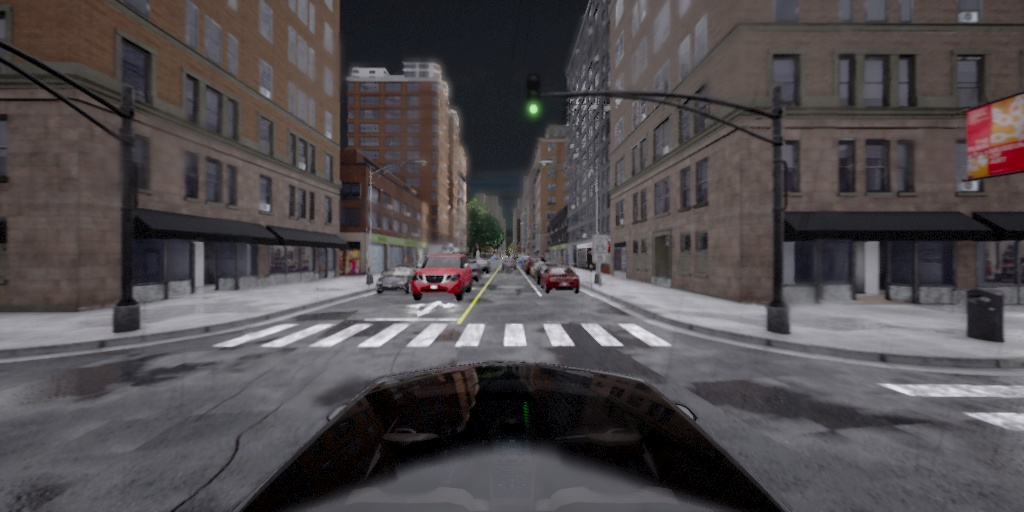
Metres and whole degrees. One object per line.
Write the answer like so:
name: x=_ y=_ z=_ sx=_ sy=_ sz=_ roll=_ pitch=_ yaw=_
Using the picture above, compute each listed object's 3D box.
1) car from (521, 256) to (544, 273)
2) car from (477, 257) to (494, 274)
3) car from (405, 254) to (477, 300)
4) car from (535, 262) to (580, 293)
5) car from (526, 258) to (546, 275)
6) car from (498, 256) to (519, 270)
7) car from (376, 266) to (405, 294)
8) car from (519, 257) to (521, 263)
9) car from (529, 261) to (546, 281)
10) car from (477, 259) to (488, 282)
car: x=2.392 y=0.923 z=36.206 sx=2.192 sy=1.841 sz=5.009 roll=0 pitch=0 yaw=-1
car: x=-3.294 y=1.086 z=38.210 sx=1.882 sy=1.535 sz=5.008 roll=0 pitch=0 yaw=-1
car: x=-3.211 y=0.907 z=17.510 sx=2.150 sy=2.045 sz=5.566 roll=0 pitch=0 yaw=0
car: x=2.538 y=1.215 z=19.686 sx=1.888 sy=1.381 sz=4.507 roll=0 pitch=0 yaw=-1
car: x=2.439 y=1.152 z=30.870 sx=1.751 sy=1.417 sz=4.829 roll=0 pitch=0 yaw=-1
car: x=-0.374 y=1.071 z=47.372 sx=2.128 sy=1.511 sz=4.902 roll=0 pitch=0 yaw=-1
car: x=-5.988 y=1.229 z=19.615 sx=2.007 sy=1.370 sz=4.403 roll=0 pitch=0 yaw=-1
car: x=2.295 y=1.017 z=47.219 sx=1.967 sy=1.591 sz=4.097 roll=0 pitch=0 yaw=-1
car: x=2.489 y=1.213 z=25.193 sx=1.948 sy=1.339 sz=4.313 roll=0 pitch=0 yaw=-1
car: x=-3.276 y=1.191 z=27.841 sx=2.033 sy=1.411 sz=5.357 roll=0 pitch=0 yaw=0
